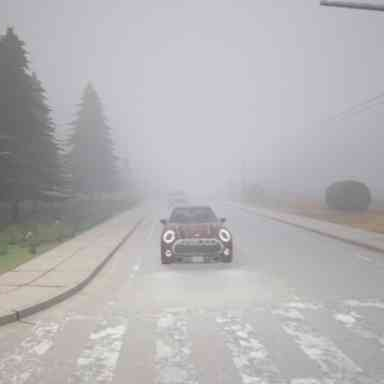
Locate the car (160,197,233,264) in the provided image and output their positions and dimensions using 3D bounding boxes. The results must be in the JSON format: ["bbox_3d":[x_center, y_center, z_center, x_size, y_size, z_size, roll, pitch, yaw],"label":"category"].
[{"bbox_3d":[0.014,1.217,11.274,2.097,1.767,4.553,-1,1,-4],"label":"car"}]

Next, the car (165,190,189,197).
[{"bbox_3d":[-1.619,0.801,35.795,2.150,2.045,5.566,-1,1,-4],"label":"car"}]
